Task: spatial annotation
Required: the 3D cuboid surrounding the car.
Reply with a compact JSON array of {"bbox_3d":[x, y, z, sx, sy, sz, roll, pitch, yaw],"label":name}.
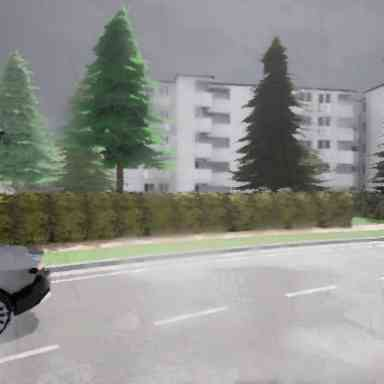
[{"bbox_3d":[-4.634,1.426,4.704,4.902,1.511,2.128,0,1,-35],"label":"car"}]
